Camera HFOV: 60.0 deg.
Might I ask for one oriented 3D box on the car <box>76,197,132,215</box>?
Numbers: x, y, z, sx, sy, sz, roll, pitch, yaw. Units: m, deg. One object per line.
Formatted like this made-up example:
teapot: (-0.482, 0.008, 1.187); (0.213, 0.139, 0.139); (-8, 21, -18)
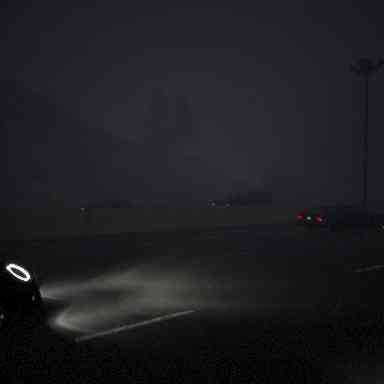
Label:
car: (-7.507, 1.148, 28.352); (4.181, 1.385, 1.994); (0, 1, -33)

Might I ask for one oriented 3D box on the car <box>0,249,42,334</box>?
car: (-4.689, 1.257, 4.765); (4.553, 1.767, 2.097); (0, 1, -36)

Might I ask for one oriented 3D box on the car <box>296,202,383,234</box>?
car: (8.139, 1.366, 17.925); (5.357, 1.411, 2.033); (0, 1, -27)

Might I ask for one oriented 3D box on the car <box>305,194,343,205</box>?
car: (18.247, 1.003, 46.040); (5.008, 1.535, 1.882); (0, 1, -23)

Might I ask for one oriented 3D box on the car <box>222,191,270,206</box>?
car: (4.278, 0.897, 27.324); (5.566, 2.045, 2.150); (0, 1, -30)

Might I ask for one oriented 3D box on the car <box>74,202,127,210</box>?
car: (-6.417, 1.161, 24.900); (4.674, 1.442, 1.812); (0, 1, -33)
